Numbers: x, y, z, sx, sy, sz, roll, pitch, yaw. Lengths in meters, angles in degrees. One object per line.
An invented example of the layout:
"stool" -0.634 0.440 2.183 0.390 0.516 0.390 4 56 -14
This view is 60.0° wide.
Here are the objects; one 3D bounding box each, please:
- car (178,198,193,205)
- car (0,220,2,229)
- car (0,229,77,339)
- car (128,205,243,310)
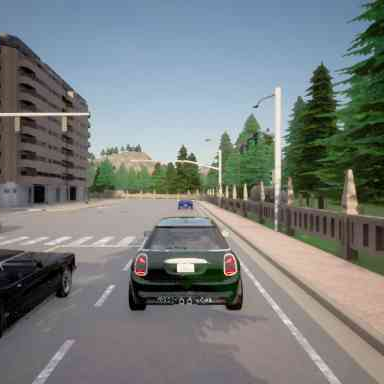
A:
"car" -0.862 1.477 44.298 1.882 1.535 5.008 0 0 -1
"car" -11.208 1.563 16.614 1.994 1.385 4.181 0 0 -11
"car" -3.543 1.601 5.580 1.895 1.301 4.718 0 0 -1
"car" -0.126 1.352 7.951 2.097 1.767 4.553 0 0 0
